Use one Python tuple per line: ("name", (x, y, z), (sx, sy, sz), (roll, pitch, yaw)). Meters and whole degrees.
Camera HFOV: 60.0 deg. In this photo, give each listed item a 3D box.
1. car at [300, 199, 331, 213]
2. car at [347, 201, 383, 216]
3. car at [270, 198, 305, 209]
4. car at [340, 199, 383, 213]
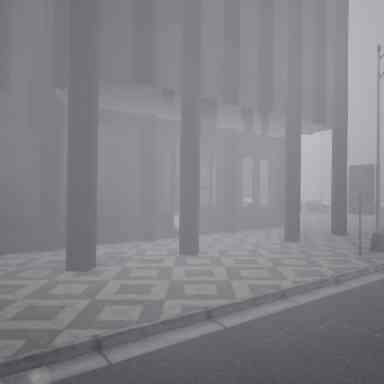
("car", (12.900, 1.444, 33.404), (1.887, 1.381, 4.507), (1, -1, -36))
("car", (16.091, 1.437, 28.961), (1.752, 1.417, 4.829), (1, -1, -36))
("car", (13.484, 1.553, 47.204), (1.887, 1.381, 4.507), (1, -1, -36))
("car", (19.782, 1.580, 38.433), (2.008, 1.369, 4.403), (1, -1, -36))
